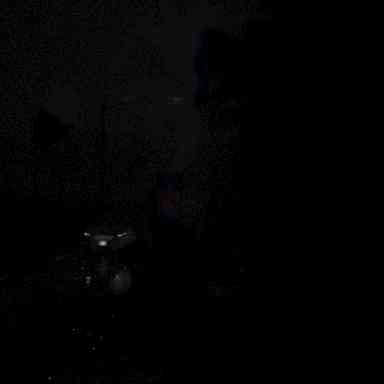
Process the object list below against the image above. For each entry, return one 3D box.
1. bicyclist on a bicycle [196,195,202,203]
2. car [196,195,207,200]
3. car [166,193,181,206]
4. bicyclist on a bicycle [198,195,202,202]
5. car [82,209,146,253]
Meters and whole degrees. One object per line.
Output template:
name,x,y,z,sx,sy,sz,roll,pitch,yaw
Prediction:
bicyclist on a bicycle,1.159,1.498,70.551,0.582,1.620,1.656,-3,-2,3
car,2.345,1.512,92.067,1.837,1.490,4.892,1,0,9
car,-3.044,1.233,54.434,2.150,2.045,5.566,1,0,0
bicyclist on a bicycle,1.958,1.498,80.940,0.866,1.612,1.509,1,-1,5
car,-3.088,1.516,13.972,2.128,1.511,4.902,1,0,0
